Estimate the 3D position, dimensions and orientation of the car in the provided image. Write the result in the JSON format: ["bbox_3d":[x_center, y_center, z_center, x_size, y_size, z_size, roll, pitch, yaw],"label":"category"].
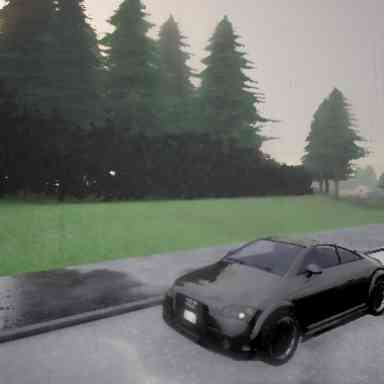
[{"bbox_3d":[1.594,1.503,5.743,4.181,1.385,1.994,-1,1,-35],"label":"car"}]
